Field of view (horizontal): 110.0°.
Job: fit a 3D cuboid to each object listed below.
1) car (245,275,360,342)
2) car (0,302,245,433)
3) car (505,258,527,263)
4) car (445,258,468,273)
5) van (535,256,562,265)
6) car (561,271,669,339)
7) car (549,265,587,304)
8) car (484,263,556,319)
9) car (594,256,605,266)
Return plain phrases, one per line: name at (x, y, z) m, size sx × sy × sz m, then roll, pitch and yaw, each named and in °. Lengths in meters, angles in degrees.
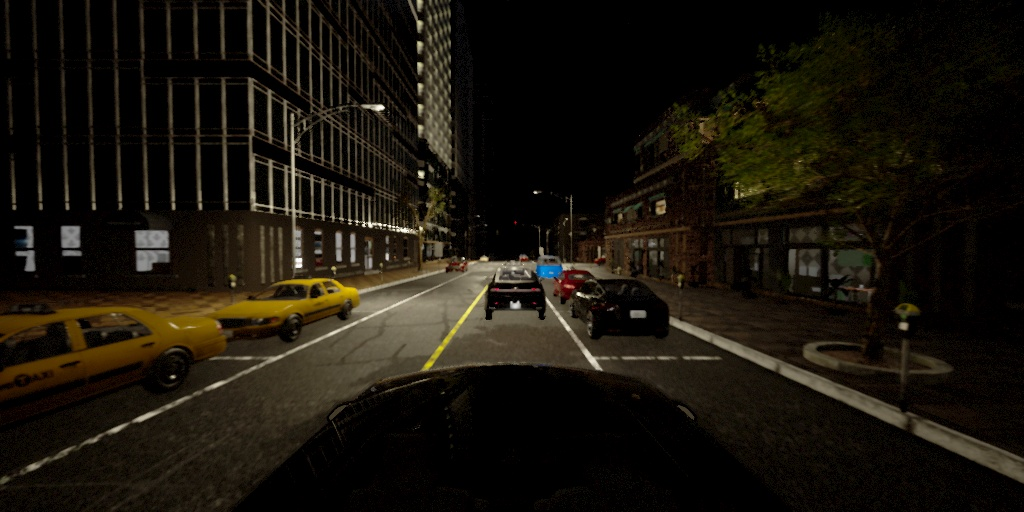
car at (-5.692, 1.211, 9.530) m, size 1.751 × 1.417 × 4.829 m, roll 0°, pitch 0°, yaw 0°
car at (-5.691, 1.256, 3.996) m, size 1.751 × 1.417 × 4.829 m, roll 0°, pitch 0°, yaw 0°
car at (0.096, 1.104, 31.969) m, size 1.895 × 1.301 × 4.718 m, roll 0°, pitch 0°, yaw 0°
car at (-5.697, 0.900, 37.374) m, size 1.967 × 1.591 × 4.097 m, roll 0°, pitch 0°, yaw 0°
van at (2.686, 0.890, 26.293) m, size 1.690 × 1.789 × 3.998 m, roll 0°, pitch 0°, yaw 0°
car at (2.689, 1.251, 9.690) m, size 1.948 × 1.339 × 4.313 m, roll 0°, pitch 0°, yaw 0°
car at (2.688, 1.222, 15.224) m, size 1.802 × 1.307 × 4.207 m, roll 0°, pitch 0°, yaw 0°
car at (0.099, 1.155, 12.424) m, size 2.128 × 1.511 × 4.902 m, roll 0°, pitch 1°, yaw 0°
car at (16.508, 0.692, 60.632) m, size 5.009 × 1.841 × 2.192 m, roll 0°, pitch 0°, yaw 1°
